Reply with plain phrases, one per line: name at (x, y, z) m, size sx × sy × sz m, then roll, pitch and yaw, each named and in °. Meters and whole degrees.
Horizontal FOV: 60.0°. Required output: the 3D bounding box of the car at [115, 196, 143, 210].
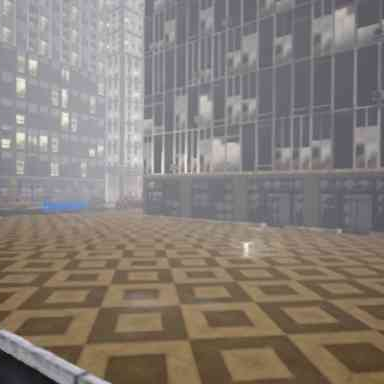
car at (-6.497, 1.184, 36.950) m, size 1.967 × 1.590 × 4.097 m, roll 1°, pitch 0°, yaw 38°

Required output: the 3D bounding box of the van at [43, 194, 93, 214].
van at (-11.461, 1.077, 30.323) m, size 1.690 × 1.788 × 3.998 m, roll 1°, pitch 0°, yaw 38°

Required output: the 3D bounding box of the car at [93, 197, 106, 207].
car at (-12.739, 1.233, 41.761) m, size 1.802 × 1.307 × 4.206 m, roll 1°, pitch 0°, yaw 38°

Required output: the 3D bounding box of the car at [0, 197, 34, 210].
car at (-18.850, 1.164, 34.040) m, size 1.752 × 1.417 × 4.829 m, roll 1°, pitch 0°, yaw 38°
